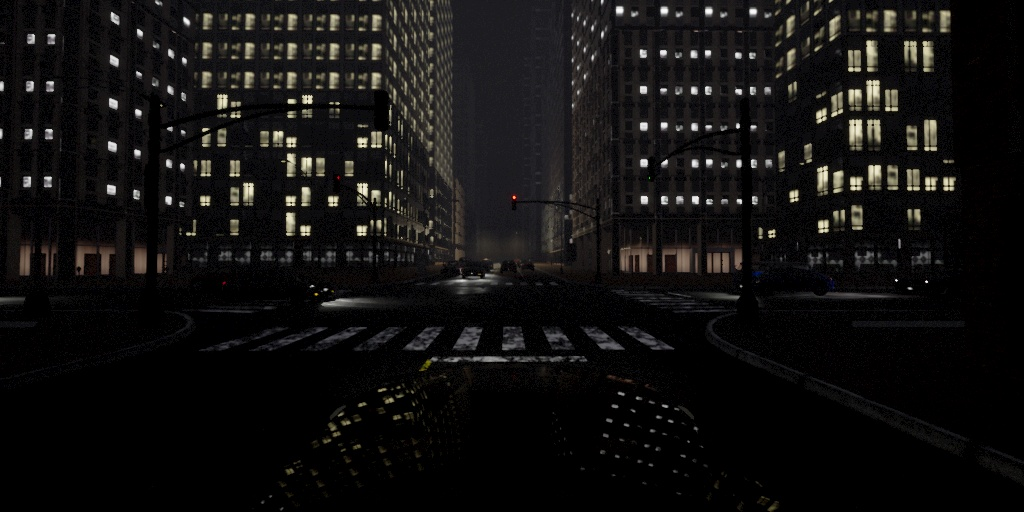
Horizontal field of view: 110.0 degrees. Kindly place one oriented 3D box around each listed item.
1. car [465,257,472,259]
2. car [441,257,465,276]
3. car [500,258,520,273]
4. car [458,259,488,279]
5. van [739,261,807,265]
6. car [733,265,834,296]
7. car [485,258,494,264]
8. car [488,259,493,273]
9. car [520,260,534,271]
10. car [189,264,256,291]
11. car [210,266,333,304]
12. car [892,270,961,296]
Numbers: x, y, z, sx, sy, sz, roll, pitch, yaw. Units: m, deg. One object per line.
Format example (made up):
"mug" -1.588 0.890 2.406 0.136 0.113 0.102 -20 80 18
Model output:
"car" -6.278 1.077 48.170 2.192 1.841 5.009 0 0 -1
"car" -6.136 1.199 37.021 1.967 1.591 4.097 0 0 -1
"car" -0.431 1.253 43.356 2.128 1.511 4.902 0 0 -1
"car" -3.498 1.263 33.206 1.837 1.490 4.892 0 0 -1
"van" 15.730 1.208 21.787 3.998 1.789 1.690 0 0 -1
"car" 14.536 1.340 19.192 4.674 1.442 1.812 0 -1 -2
"car" -3.756 1.312 54.060 2.033 1.411 5.357 0 0 -1
"car" -3.625 1.362 43.424 1.895 1.301 4.718 0 0 -1
"car" 2.101 1.344 48.339 1.802 1.307 4.207 0 0 -1
"car" -16.742 1.253 21.448 4.097 1.591 1.967 0 0 -1
"car" -10.190 1.284 15.731 4.181 1.385 1.994 0 0 -1
"car" 23.580 1.433 19.289 4.718 1.301 1.895 0 -1 -1
